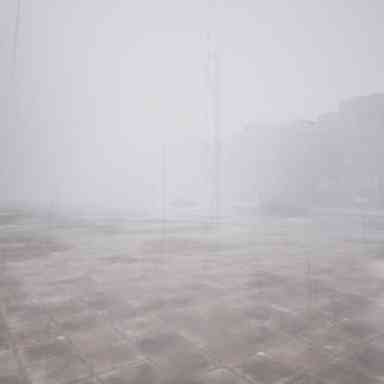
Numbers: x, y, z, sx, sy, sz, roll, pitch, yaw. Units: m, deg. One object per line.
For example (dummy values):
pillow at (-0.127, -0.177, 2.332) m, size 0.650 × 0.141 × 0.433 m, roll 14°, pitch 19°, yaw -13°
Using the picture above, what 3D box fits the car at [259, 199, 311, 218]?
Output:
car at (8.025, 1.374, 29.047) m, size 1.837 × 1.490 × 4.892 m, roll -2°, pitch 1°, yaw -35°

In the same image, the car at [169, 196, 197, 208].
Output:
car at (-1.199, 1.254, 42.131) m, size 1.994 × 1.385 × 4.181 m, roll -2°, pitch 2°, yaw -35°
